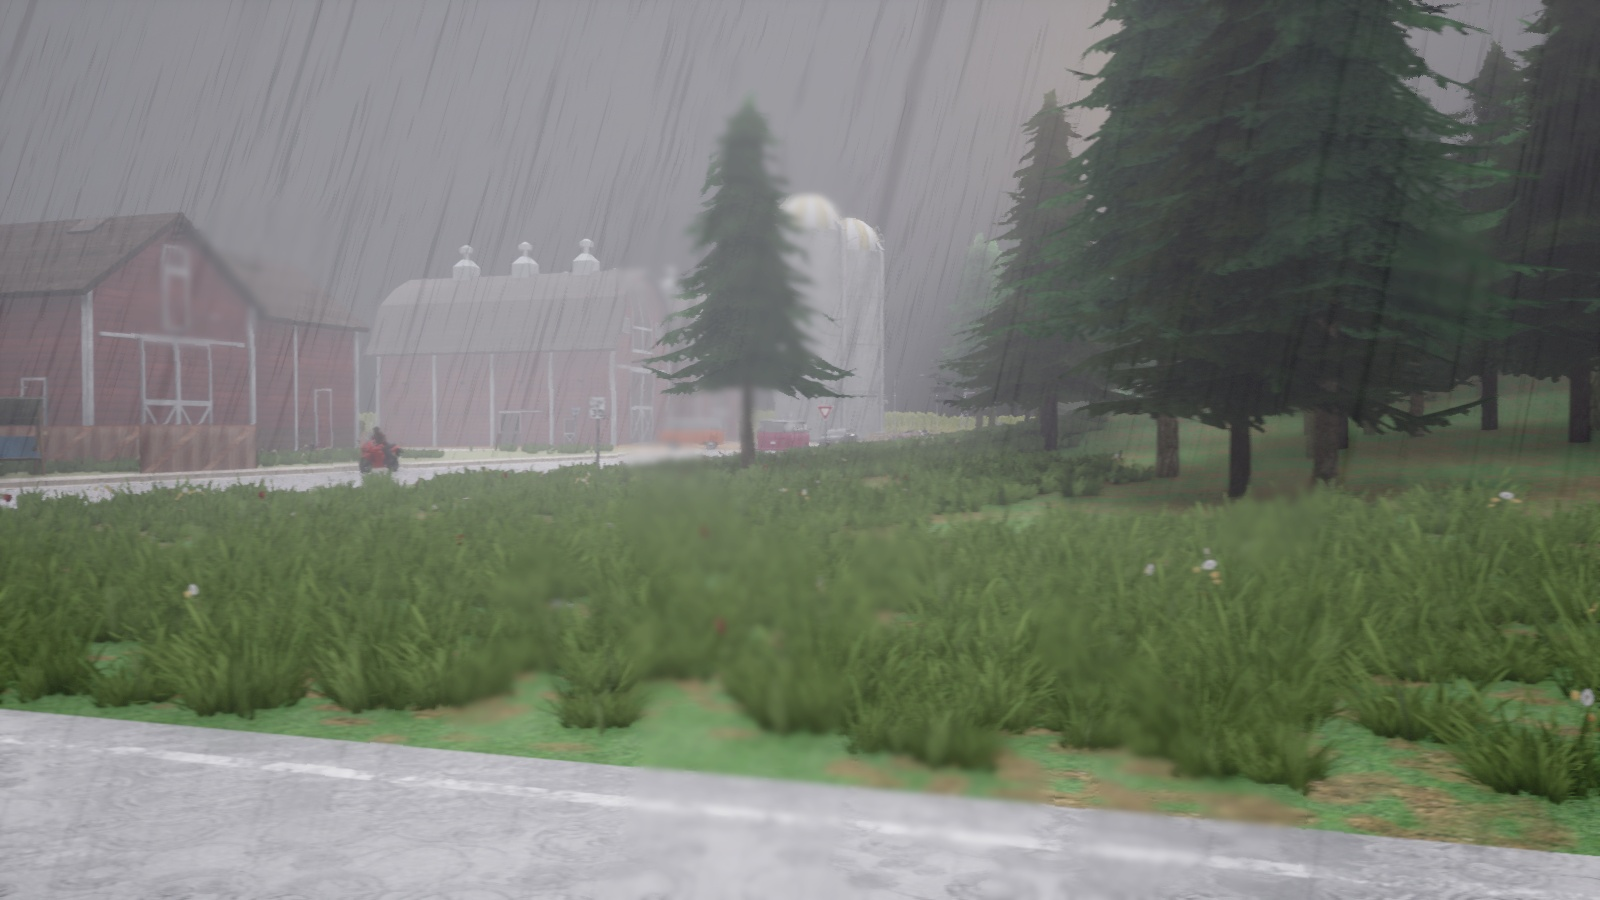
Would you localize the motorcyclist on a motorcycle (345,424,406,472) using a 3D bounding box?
[{"bbox_3d":[-13.770,-0.074,40.783,0.797,1.523,2.044,1,1,19],"label":"motorcyclist on a motorcycle"}]

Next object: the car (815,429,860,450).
[{"bbox_3d":[2.704,-0.769,89.504,1.837,1.490,4.892,1,1,19],"label":"car"}]

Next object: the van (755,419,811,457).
[{"bbox_3d":[-0.880,-0.699,68.131,1.775,1.987,4.442,1,2,17],"label":"van"}]

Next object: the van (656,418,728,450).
[{"bbox_3d":[-7.034,-1.017,81.700,4.442,1.987,1.775,1,1,3],"label":"van"}]
